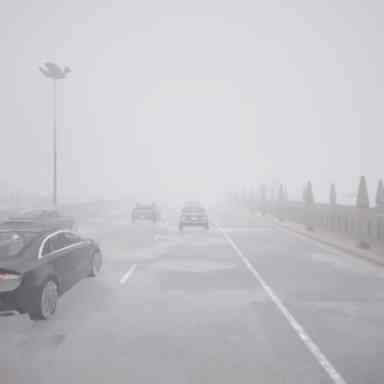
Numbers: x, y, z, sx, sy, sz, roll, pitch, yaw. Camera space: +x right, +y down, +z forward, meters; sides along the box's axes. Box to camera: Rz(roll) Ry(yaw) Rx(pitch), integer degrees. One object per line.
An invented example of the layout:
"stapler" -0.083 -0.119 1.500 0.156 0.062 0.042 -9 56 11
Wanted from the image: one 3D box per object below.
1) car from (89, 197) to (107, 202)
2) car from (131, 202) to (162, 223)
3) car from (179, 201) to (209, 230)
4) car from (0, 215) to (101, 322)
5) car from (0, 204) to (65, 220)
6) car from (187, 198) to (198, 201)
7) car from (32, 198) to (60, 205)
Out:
"car" -14.000 1.495 49.888 2.128 1.511 4.902 0 0 0
"car" -3.397 1.493 25.375 2.128 1.511 4.902 0 0 0
"car" 0.103 1.548 21.248 2.033 1.411 5.357 0 0 0
"car" -3.399 1.492 7.228 2.128 1.511 4.902 0 0 0
"car" -6.898 1.506 15.445 1.837 1.490 4.892 0 0 0
"car" 0.107 1.527 42.475 1.812 1.442 4.674 0 0 0
"car" -17.540 1.508 40.175 1.837 1.490 4.892 0 0 1
